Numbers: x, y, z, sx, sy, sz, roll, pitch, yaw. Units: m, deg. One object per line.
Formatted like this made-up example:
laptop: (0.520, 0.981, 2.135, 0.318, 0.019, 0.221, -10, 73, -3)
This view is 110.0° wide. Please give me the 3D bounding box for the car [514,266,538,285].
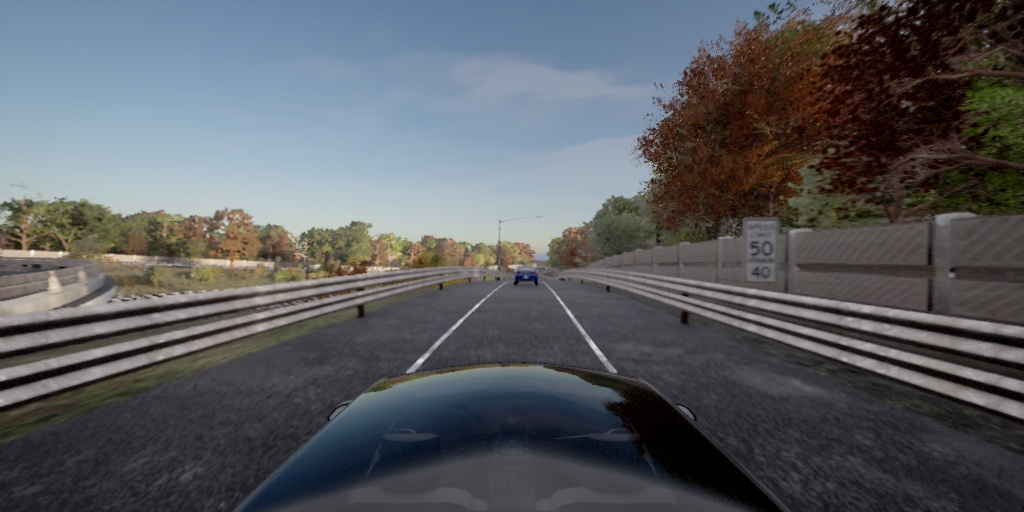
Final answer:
car: (1.225, 1.599, 30.613, 1.882, 1.535, 5.008, 1, -2, 3)
